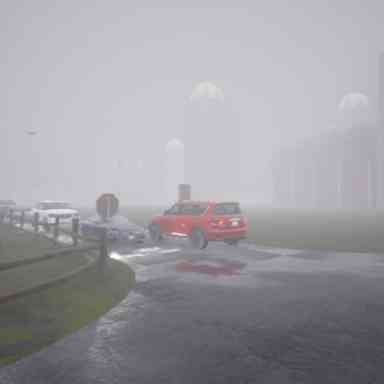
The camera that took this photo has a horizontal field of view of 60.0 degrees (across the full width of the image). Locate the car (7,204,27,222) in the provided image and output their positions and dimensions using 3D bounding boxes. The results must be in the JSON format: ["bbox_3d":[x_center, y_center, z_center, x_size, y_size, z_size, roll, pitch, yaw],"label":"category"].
[{"bbox_3d":[-16.079,2.144,31.947,1.895,1.301,4.718,0,-1,-38],"label":"car"}]

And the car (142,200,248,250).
[{"bbox_3d":[0.113,1.421,15.639,2.150,2.045,5.566,0,-1,-38],"label":"car"}]

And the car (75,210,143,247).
[{"bbox_3d":[-4.028,1.759,16.441,1.812,1.442,4.674,0,-1,-36],"label":"car"}]

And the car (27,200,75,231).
[{"bbox_3d":[-9.956,1.608,24.097,2.150,2.045,5.566,0,-1,-38],"label":"car"}]

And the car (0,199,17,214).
[{"bbox_3d":[-22.994,1.939,40.877,2.150,2.045,5.566,0,-1,-38],"label":"car"}]
